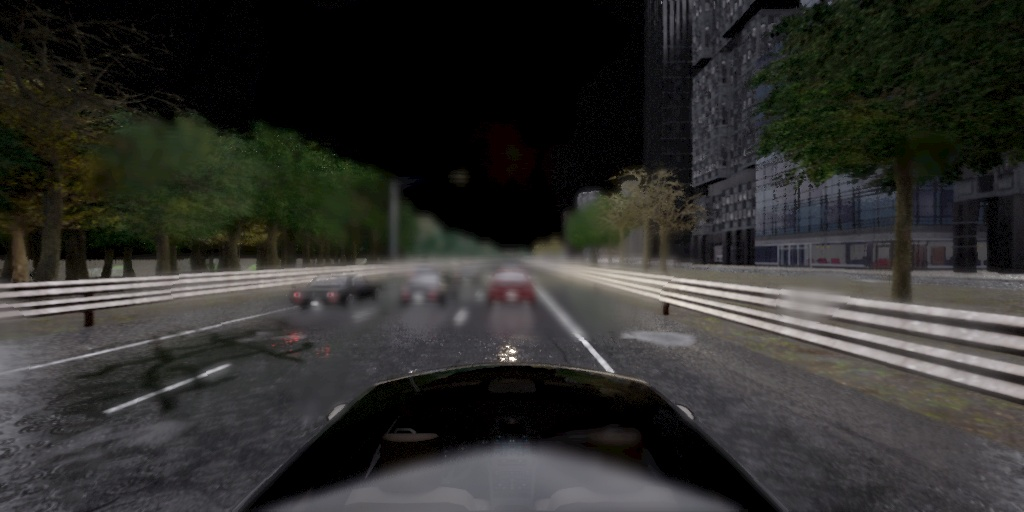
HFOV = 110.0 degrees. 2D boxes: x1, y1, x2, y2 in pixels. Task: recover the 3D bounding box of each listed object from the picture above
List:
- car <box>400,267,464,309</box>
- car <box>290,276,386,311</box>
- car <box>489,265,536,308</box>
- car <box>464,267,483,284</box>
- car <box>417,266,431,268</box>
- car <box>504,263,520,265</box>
[{"bbox_3d":[-3.483,1.408,15.761,1.812,1.442,4.674,0,0,1],"label":"car"},{"bbox_3d":[-6.992,1.478,15.098,1.895,1.301,4.718,0,-1,0],"label":"car"},{"bbox_3d":[0.018,1.364,16.116,1.882,1.535,5.008,0,0,0],"label":"car"},{"bbox_3d":[-3.506,1.615,30.108,1.895,1.301,4.718,0,0,0],"label":"car"},{"bbox_3d":[-7.013,1.555,29.384,2.033,1.411,5.357,0,0,0],"label":"car"},{"bbox_3d":[-0.002,1.367,30.279,2.097,1.767,4.553,0,-1,0],"label":"car"}]
